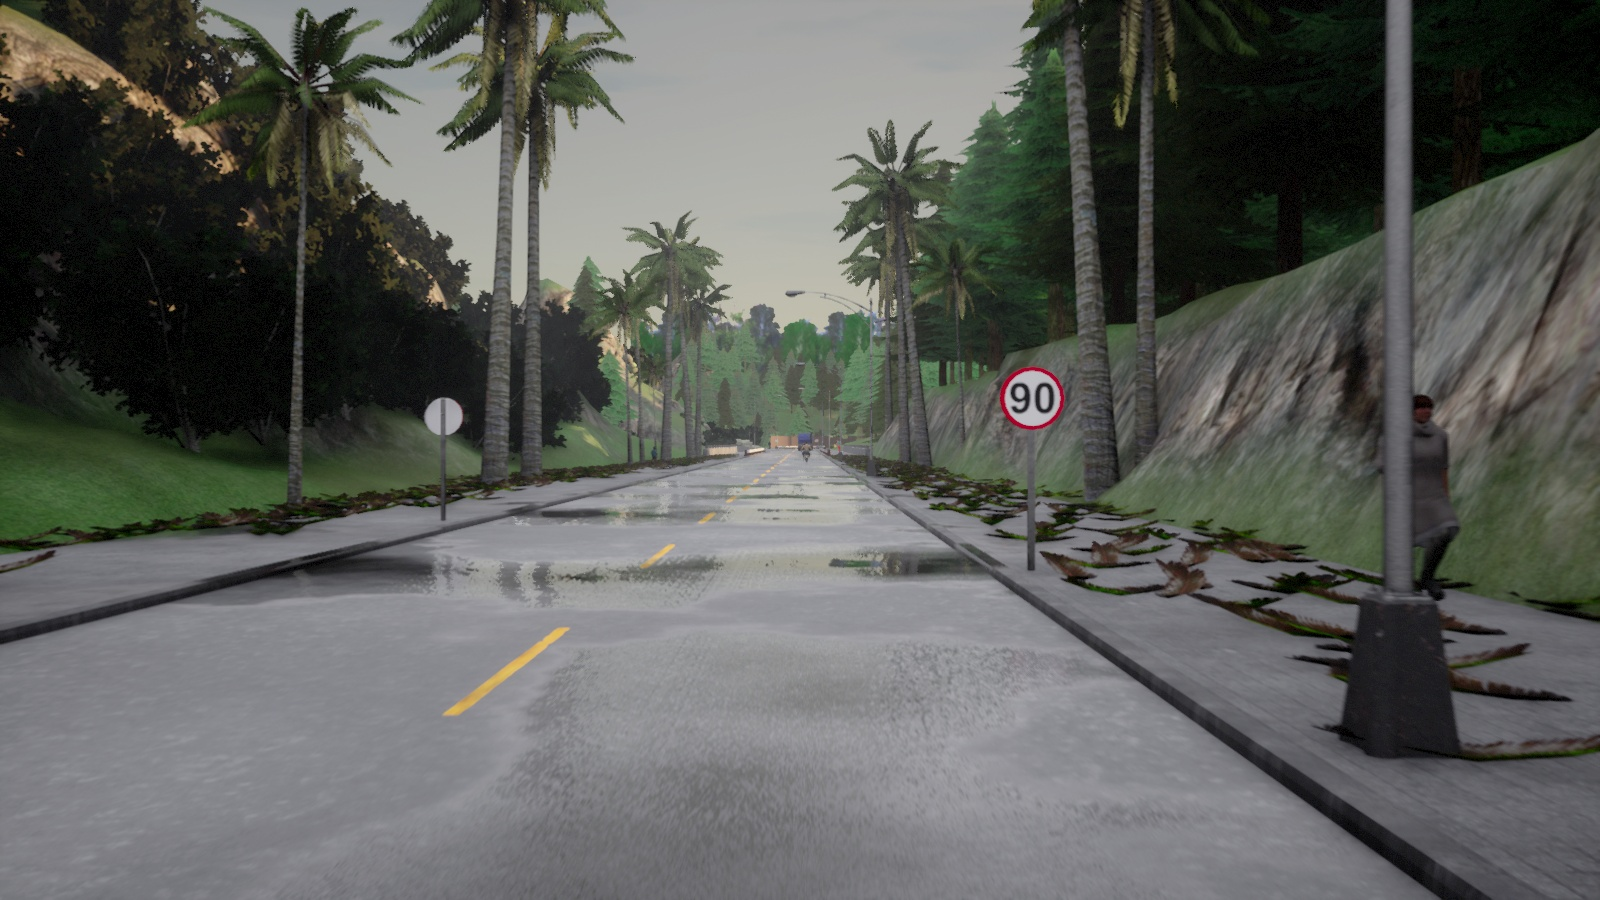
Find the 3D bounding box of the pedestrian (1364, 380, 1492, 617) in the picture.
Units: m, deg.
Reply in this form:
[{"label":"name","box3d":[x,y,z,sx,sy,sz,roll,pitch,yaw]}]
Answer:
[{"label":"pedestrian","box3d":[5.361,0.400,10.768,0.659,1.952,0.873,0,0,0]}]
